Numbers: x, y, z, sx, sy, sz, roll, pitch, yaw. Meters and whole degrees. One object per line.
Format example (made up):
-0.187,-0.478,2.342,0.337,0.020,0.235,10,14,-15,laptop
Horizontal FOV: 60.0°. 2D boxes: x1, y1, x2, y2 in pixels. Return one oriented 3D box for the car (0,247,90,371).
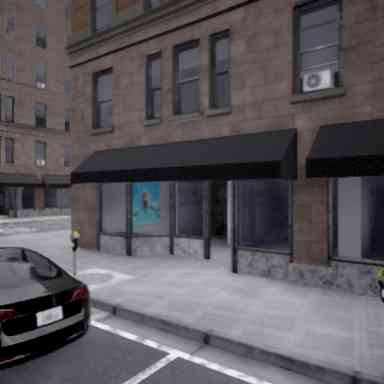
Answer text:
-3.436,1.557,5.299,4.313,1.339,1.947,0,0,35,car
